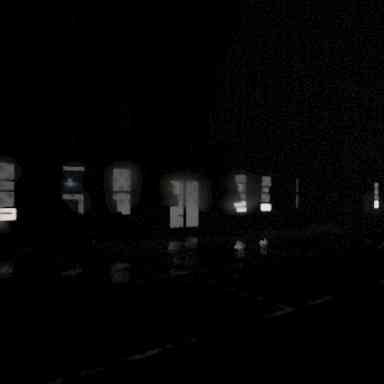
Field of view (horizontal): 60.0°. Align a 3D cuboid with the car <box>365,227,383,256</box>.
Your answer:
[{"bbox_3d":[8.177,1.673,12.404,4.403,1.369,2.008,1,0,-36],"label":"car"}]
